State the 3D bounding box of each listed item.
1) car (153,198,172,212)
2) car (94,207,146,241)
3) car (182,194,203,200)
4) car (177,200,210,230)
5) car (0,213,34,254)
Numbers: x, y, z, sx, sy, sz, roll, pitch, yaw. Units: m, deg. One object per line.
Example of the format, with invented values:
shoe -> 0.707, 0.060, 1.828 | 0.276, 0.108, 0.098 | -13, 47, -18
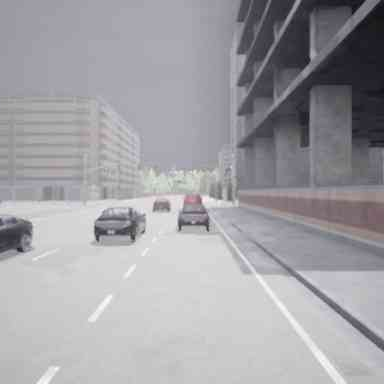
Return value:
car -> -3.405, 1.438, 38.427 | 1.882, 1.535, 5.008 | 0, -1, 0
car -> -3.404, 1.474, 16.418 | 2.128, 1.511, 4.902 | 0, 0, 0
car -> 0.090, 1.183, 38.047 | 2.150, 2.045, 5.566 | 0, 0, 0
car -> 0.096, 1.469, 20.646 | 2.128, 1.511, 4.902 | 0, 0, 0
car -> -7.026, 1.479, 10.906 | 2.128, 1.511, 4.902 | 0, 0, 0
